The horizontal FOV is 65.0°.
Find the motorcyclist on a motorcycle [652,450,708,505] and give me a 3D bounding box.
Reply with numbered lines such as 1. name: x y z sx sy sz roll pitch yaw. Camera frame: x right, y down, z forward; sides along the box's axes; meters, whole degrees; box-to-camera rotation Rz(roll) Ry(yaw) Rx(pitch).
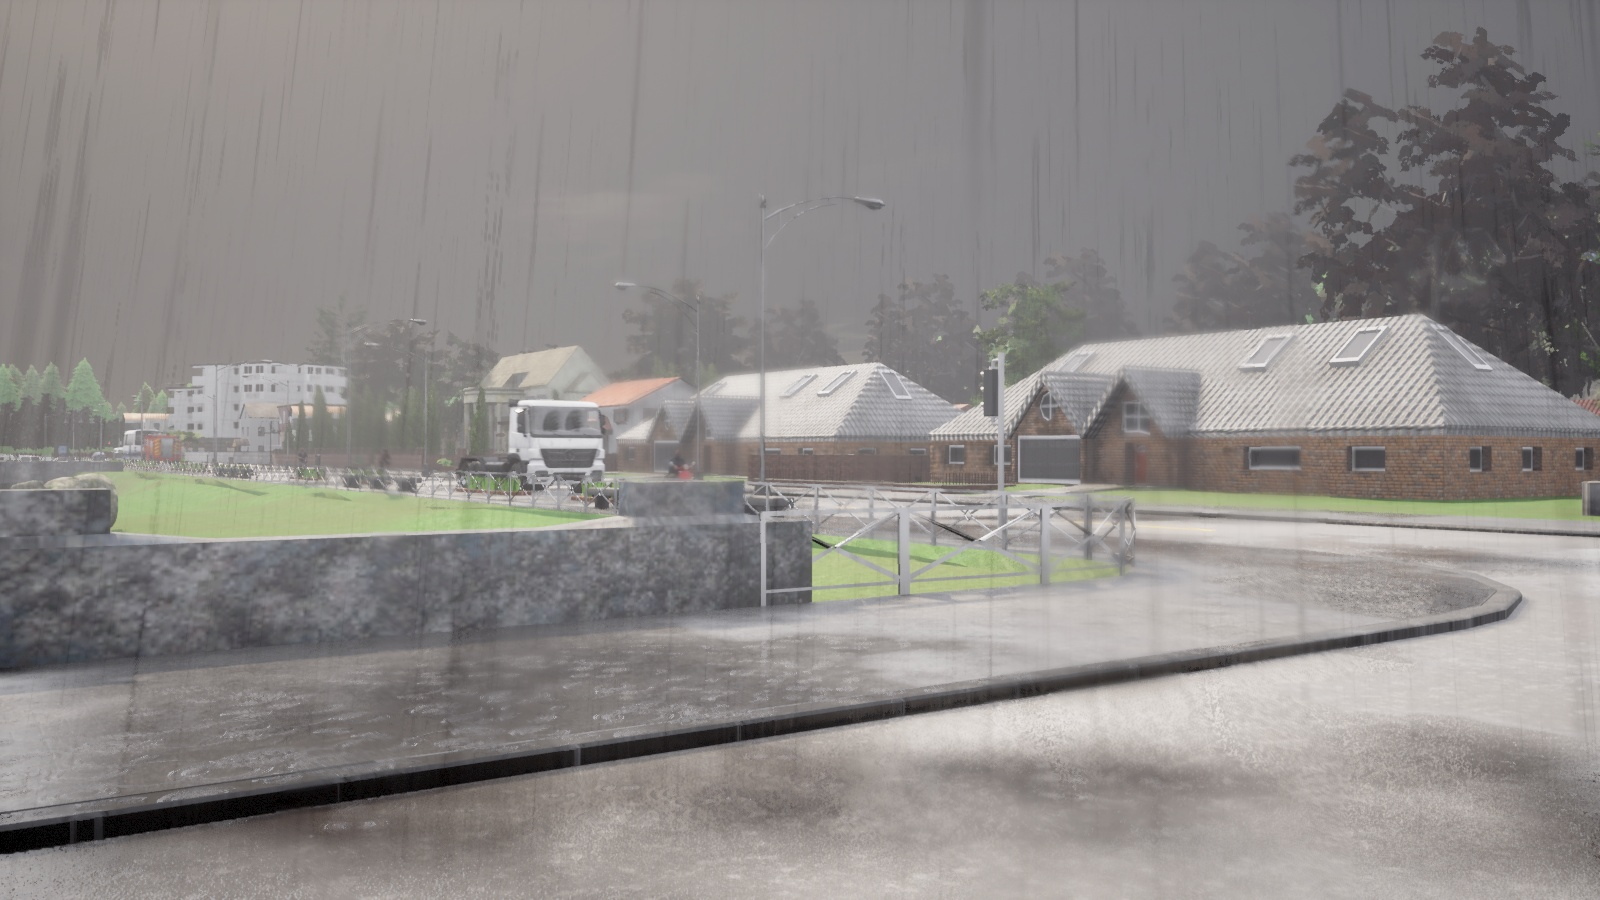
1. motorcyclist on a motorcycle: -3.583 0.797 37.451 0.866 1.590 1.817 0 0 -35

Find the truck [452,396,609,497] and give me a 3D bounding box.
1. truck: -10.234 -0.100 47.005 2.891 3.462 7.936 0 0 -35
